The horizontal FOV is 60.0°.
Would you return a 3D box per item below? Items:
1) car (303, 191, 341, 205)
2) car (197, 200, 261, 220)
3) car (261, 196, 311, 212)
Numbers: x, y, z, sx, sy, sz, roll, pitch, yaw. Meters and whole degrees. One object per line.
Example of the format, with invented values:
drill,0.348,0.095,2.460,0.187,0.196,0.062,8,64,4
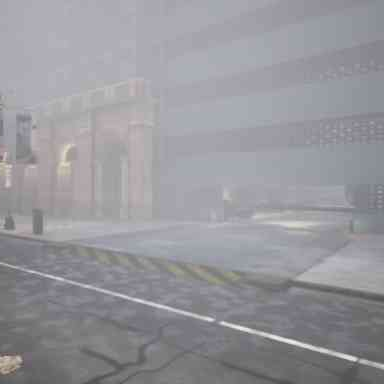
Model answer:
car,19.597,0.943,50.588,5.566,2.045,2.435,0,0,35
car,2.490,1.329,25.820,4.786,1.482,2.161,0,0,35
car,9.552,1.382,35.032,4.718,1.301,1.895,0,0,35
